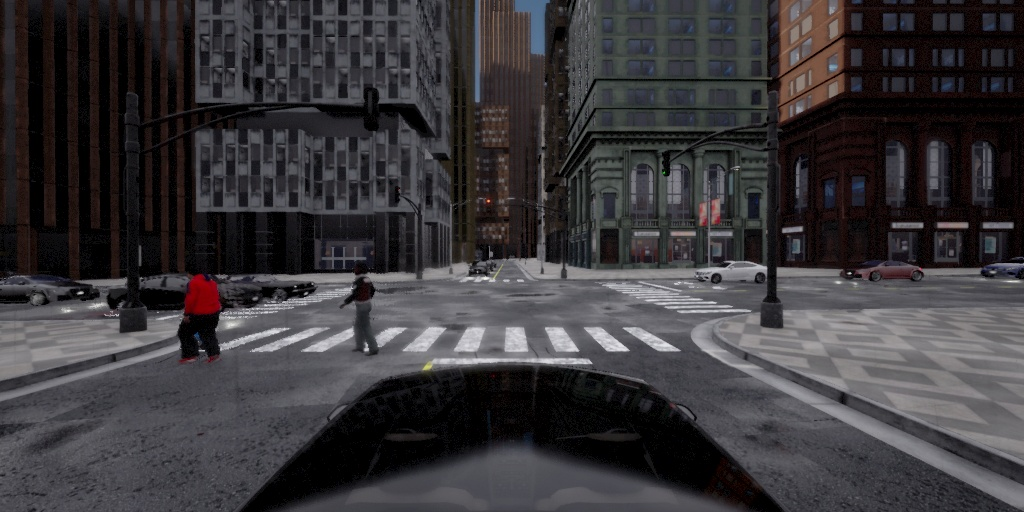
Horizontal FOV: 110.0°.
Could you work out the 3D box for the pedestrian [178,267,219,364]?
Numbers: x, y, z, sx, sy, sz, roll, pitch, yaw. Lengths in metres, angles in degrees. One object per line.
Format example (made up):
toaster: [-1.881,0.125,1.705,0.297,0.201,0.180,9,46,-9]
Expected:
pedestrian: [-5.761,1.043,6.556,0.375,1.860,0.375,0,0,0]

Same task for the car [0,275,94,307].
car: [-22.454,1.603,17.009,4.181,1.385,1.994,-1,0,1]

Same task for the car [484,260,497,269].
car: [-3.417,1.298,57.341,1.895,1.301,4.718,0,0,0]

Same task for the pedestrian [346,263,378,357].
pedestrian: [-2.984,1.043,7.158,0.375,1.860,0.375,0,0,0]

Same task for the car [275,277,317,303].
car: [-12.007,1.499,17.033,4.718,1.301,1.895,-1,0,0]

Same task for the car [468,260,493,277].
car: [-3.235,1.237,36.008,1.837,1.490,4.892,0,0,-1]

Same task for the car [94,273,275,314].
car: [-12.373,1.397,13.780,5.008,1.535,1.882,-1,0,0]

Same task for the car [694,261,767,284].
car: [14.595,1.037,23.809,4.674,1.442,1.812,-1,0,-1]

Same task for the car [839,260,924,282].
car: [24.463,0.949,23.832,4.181,1.385,1.994,-1,0,1]

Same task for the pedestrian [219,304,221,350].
pedestrian: [-6.631,1.322,7.742,0.375,1.300,0.375,0,0,0]

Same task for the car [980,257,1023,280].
car: [34.321,0.787,23.864,4.674,1.442,1.812,-1,0,0]

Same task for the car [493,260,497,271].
car: [-3.324,1.222,46.008,1.837,1.490,4.892,0,0,0]
